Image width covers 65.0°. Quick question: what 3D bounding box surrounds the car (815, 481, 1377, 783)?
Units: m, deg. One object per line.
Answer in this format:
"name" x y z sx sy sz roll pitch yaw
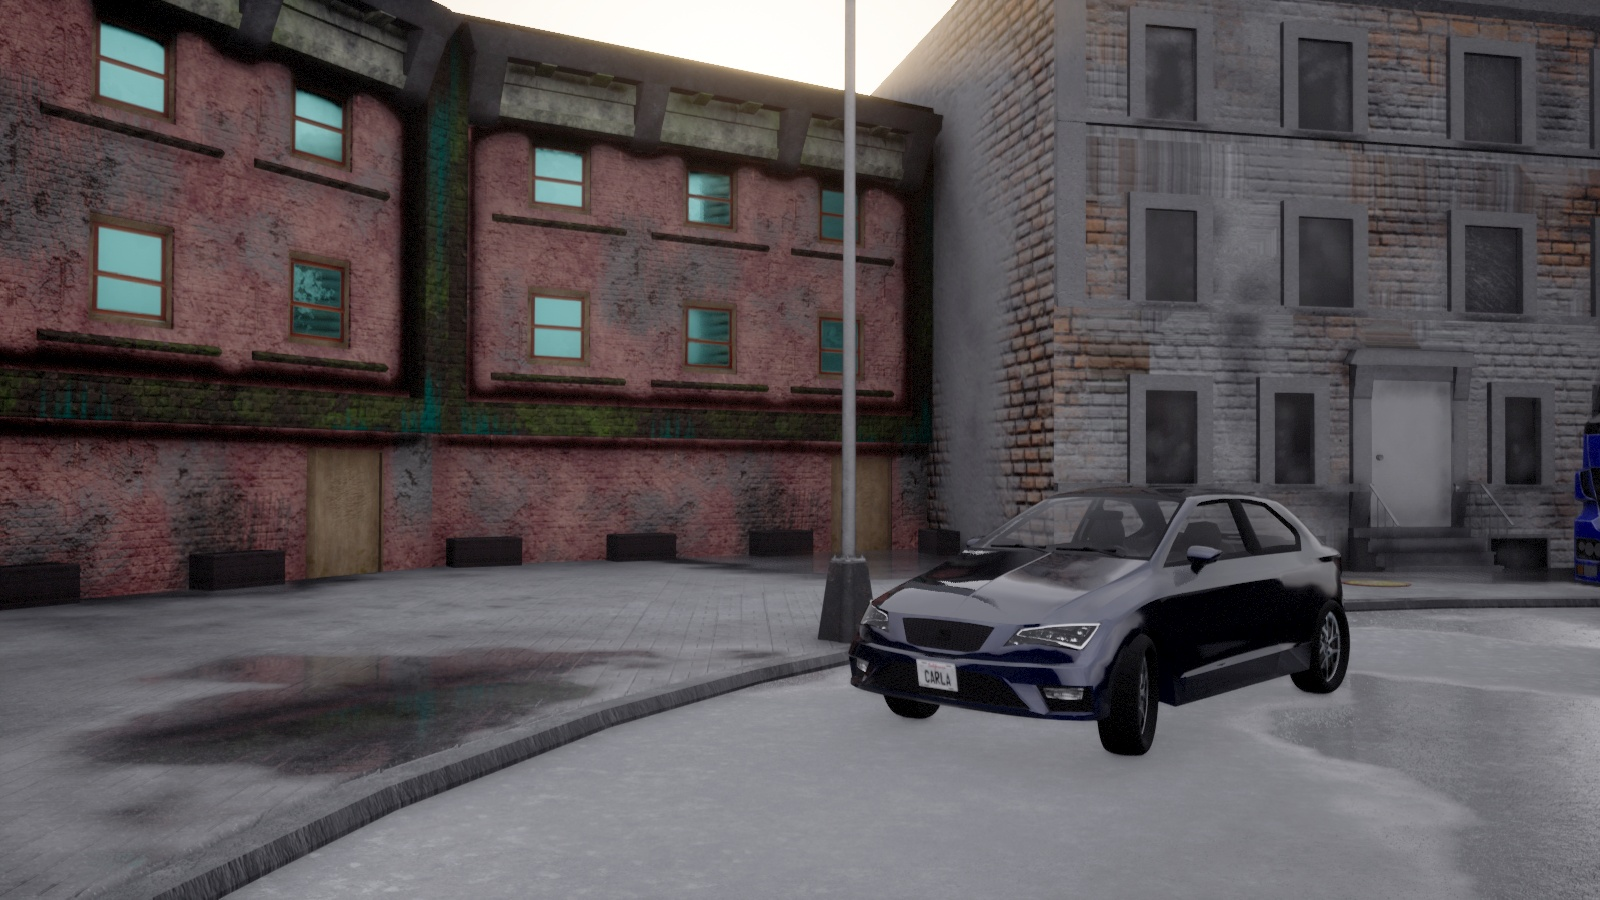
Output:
"car" 2.194 0.964 8.457 1.816 1.474 4.193 -1 -1 43

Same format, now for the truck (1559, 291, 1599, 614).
"truck" 12.566 -0.001 12.820 7.936 3.462 2.891 0 -1 -3
